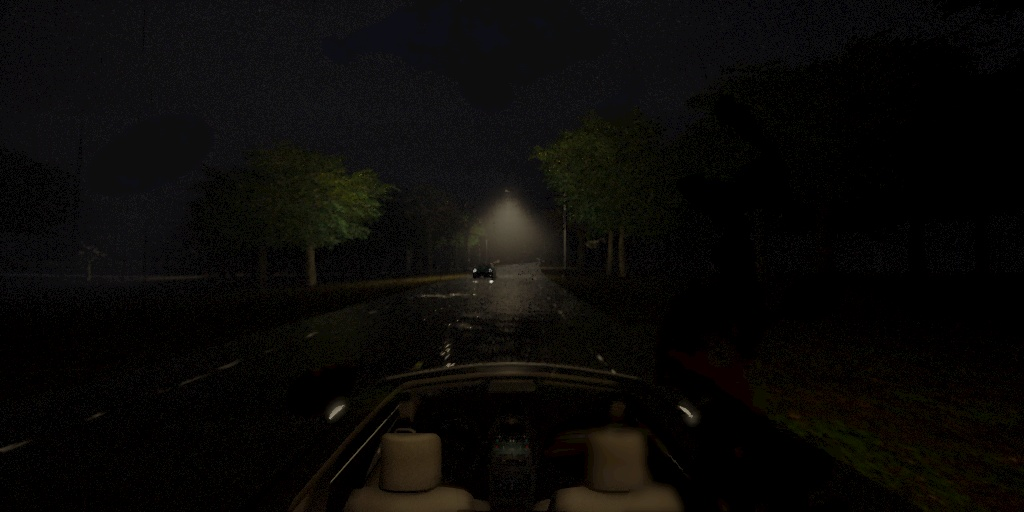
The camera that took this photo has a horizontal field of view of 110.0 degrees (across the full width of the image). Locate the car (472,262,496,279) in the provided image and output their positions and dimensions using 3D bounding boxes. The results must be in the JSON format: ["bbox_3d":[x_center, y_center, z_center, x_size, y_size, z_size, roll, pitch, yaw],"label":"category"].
[{"bbox_3d":[-2.864,1.488,37.733,2.097,1.767,4.553,0,-1,3],"label":"car"}]
